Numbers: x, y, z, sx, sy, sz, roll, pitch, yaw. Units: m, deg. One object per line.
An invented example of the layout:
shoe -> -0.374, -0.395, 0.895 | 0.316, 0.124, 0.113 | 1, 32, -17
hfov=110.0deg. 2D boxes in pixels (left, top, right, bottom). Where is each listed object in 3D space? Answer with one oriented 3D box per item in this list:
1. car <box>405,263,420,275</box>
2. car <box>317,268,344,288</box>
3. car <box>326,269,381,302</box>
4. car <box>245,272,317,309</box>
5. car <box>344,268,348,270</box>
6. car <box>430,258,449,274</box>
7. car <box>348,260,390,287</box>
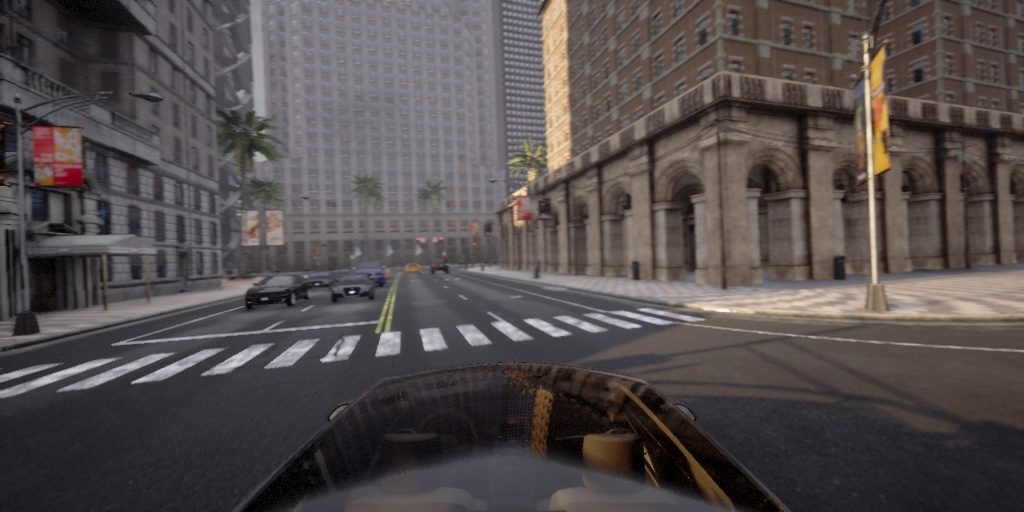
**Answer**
car -> -13.767, 1.744, 49.779 | 1.882, 1.535, 5.008 | -2, -1, -16
car -> -14.722, 1.878, 27.912 | 1.994, 1.385, 4.181 | -2, 0, -17
car -> -8.574, 1.641, 19.741 | 1.994, 1.385, 4.181 | -2, 0, -18
car -> -11.833, 1.683, 18.452 | 1.882, 1.535, 5.008 | -2, 0, -17
car -> -17.565, 1.985, 37.540 | 1.994, 1.385, 4.181 | -2, 0, -17
car -> -9.969, 1.338, 49.226 | 2.150, 2.045, 5.566 | -2, 0, -17
car -> -11.343, 1.402, 28.802 | 2.150, 2.045, 5.566 | -2, 0, -16
